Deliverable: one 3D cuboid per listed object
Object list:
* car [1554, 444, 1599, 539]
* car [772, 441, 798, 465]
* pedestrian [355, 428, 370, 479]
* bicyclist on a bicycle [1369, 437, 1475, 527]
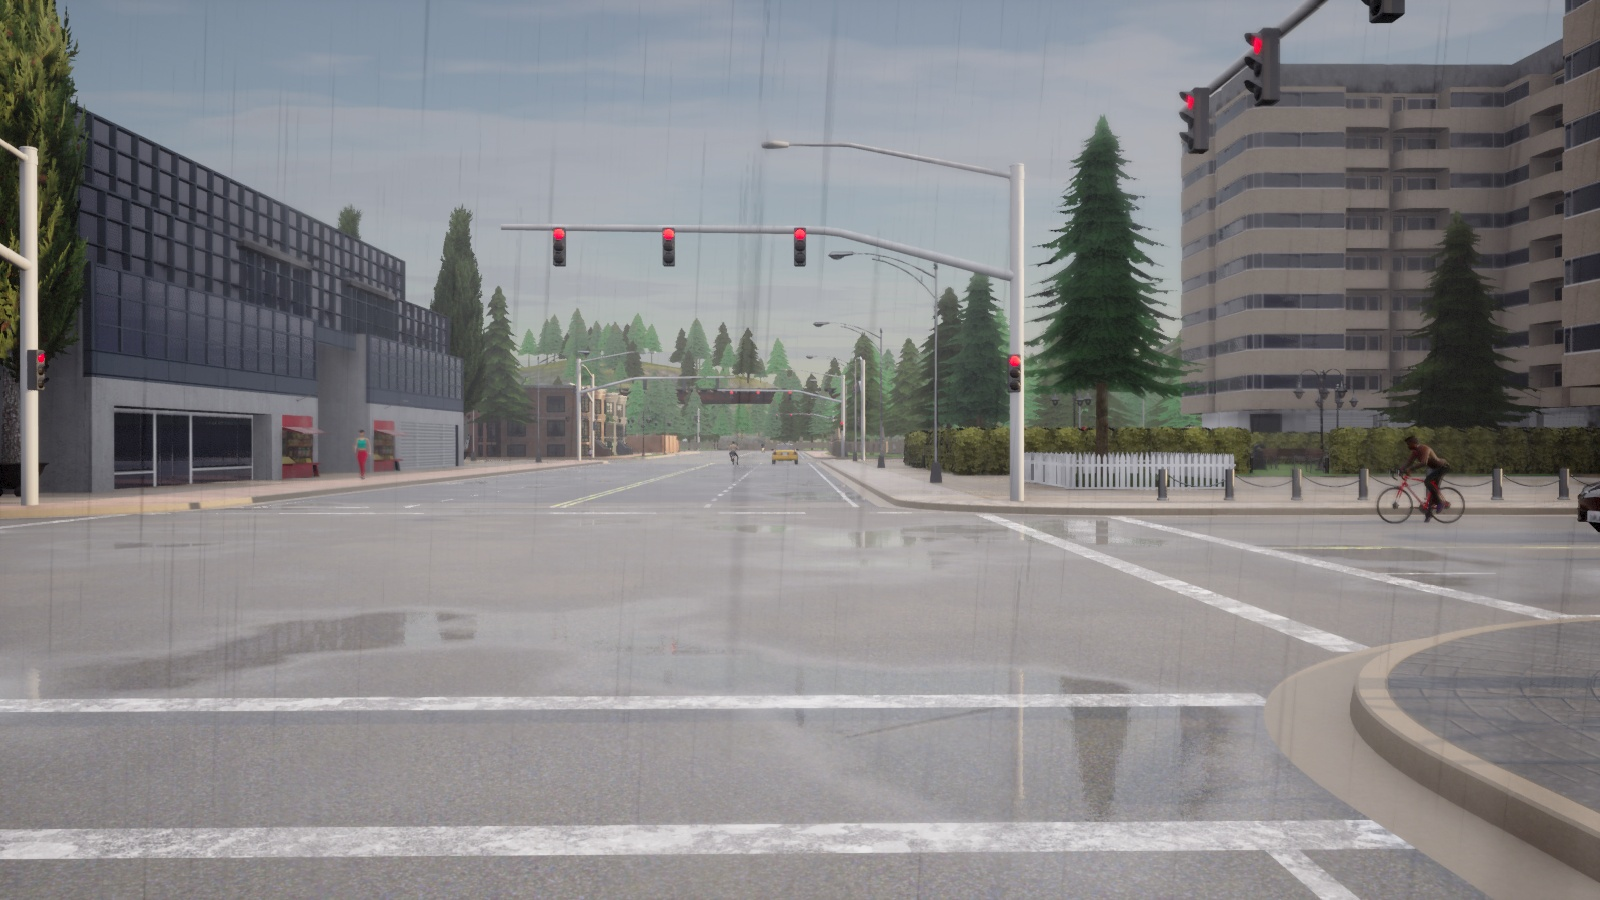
[{"bbox_3d":[14.827,0.647,19.625,4.792,1.488,2.163,0,0,-1],"label":"car"},{"bbox_3d":[-1.048,0.189,87.747,1.801,1.575,5.366,0,0,-1],"label":"car"},{"bbox_3d":[-15.965,0.134,45.798,0.345,1.836,0.594,0,0,-1],"label":"pedestrian"},{"bbox_3d":[11.414,0.578,23.080,1.656,1.620,0.582,0,0,-1],"label":"bicyclist on a bicycle"}]
